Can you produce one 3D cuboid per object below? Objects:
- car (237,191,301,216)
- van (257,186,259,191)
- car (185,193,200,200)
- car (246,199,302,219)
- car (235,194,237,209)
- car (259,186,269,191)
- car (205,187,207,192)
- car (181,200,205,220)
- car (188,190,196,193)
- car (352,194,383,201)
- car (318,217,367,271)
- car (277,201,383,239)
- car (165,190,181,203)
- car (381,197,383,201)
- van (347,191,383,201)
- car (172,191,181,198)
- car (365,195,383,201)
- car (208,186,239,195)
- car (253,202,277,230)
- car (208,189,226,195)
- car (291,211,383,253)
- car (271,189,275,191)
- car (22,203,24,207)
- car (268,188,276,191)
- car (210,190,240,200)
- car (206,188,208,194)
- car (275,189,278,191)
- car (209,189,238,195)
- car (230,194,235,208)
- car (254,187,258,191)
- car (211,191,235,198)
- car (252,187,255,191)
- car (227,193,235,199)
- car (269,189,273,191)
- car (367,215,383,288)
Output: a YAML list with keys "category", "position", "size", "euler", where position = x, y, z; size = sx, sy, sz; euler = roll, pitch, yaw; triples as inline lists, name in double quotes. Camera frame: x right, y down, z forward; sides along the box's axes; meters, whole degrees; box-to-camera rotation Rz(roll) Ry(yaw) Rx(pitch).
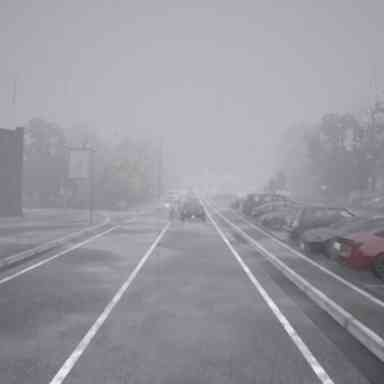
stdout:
- category: "car"
  position: [6.717, 1.168, 26.436]
  size: [5.566, 2.045, 2.435]
  euler: [0, 1, 0]
- category: "van"
  position: [20.080, -0.136, 86.792]
  size: [4.442, 1.987, 1.878]
  euler: [0, 2, 0]
- category: "car"
  position: [0.058, 1.356, 46.210]
  size: [2.128, 1.511, 4.902]
  euler: [0, 1, 0]
- category: "car"
  position: [6.659, 1.476, 23.653]
  size: [4.892, 1.521, 2.231]
  euler: [0, 1, 0]
- category: "car"
  position: [6.765, 1.156, 32.009]
  size: [4.553, 1.767, 2.185]
  euler: [0, 2, 0]
- category: "car"
  position: [19.950, 0.044, 81.132]
  size: [5.566, 2.045, 2.435]
  euler: [0, 2, 0]
- category: "car"
  position: [6.699, 0.090, 86.941]
  size: [5.366, 1.575, 1.946]
  euler: [0, 2, 0]
- category: "car"
  position: [0.077, 1.601, 27.794]
  size: [1.895, 1.301, 4.718]
  euler: [0, 0, 0]
- category: "car"
  position: [-0.055, 0.259, 81.806]
  size: [1.837, 1.490, 4.892]
  euler: [0, 2, 0]
- category: "car"
  position: [19.841, 1.229, 34.884]
  size: [4.674, 1.452, 2.002]
  euler: [0, 2, 0]
- category: "car"
  position: [6.579, 1.625, 9.717]
  size: [4.792, 1.488, 2.163]
  euler: [0, 0, 0]
- category: "car"
  position: [6.564, 1.449, 15.292]
  size: [4.553, 1.767, 2.185]
  euler: [0, 0, 0]
- category: "car"
  position: [-3.363, 0.770, 57.037]
  size: [2.150, 2.045, 5.566]
  euler: [0, 2, 0]
- category: "car"
  position: [19.820, 1.377, 29.188]
  size: [4.792, 1.488, 2.163]
  euler: [0, 2, 1]
- category: "van"
  position: [19.734, 0.887, 37.549]
  size: [4.442, 1.987, 1.878]
  euler: [-1, 2, 0]
- category: "car"
  position: [-3.312, 0.564, 72.946]
  size: [1.812, 1.442, 4.674]
  euler: [0, 2, 0]
- category: "car"
  position: [19.818, 1.310, 32.100]
  size: [4.674, 1.452, 2.002]
  euler: [0, 2, 0]
- category: "car"
  position: [6.809, 0.354, 72.938]
  size: [5.566, 2.045, 2.435]
  euler: [0, 2, 0]
- category: "car"
  position: [6.613, 1.549, 20.875]
  size: [4.792, 1.488, 2.163]
  euler: [0, 1, 0]
- category: "car"
  position: [6.919, -0.087, 92.357]
  size: [4.892, 1.521, 2.231]
  euler: [0, 2, 0]
- category: "car"
  position: [6.543, 1.619, 12.505]
  size: [4.792, 1.488, 2.163]
  euler: [0, 0, 0]
- category: "car"
  position: [19.810, 0.732, 70.071]
  size: [4.792, 1.488, 2.163]
  euler: [0, 2, 0]
- category: "car"
  position: [-26.227, 1.755, 47.292]
  size: [4.718, 1.301, 1.895]
  euler: [0, -2, 24]
- category: "car"
  position: [19.695, 0.496, 75.607]
  size: [5.366, 1.575, 1.946]
  euler: [0, 2, 0]
- category: "car"
  position: [6.710, 0.838, 67.401]
  size: [4.792, 1.488, 2.163]
  euler: [0, 2, 0]
- category: "car"
  position: [6.657, 0.296, 81.272]
  size: [5.366, 1.575, 1.946]
  euler: [0, 2, 0]
- category: "car"
  position: [19.851, 0.674, 67.421]
  size: [4.553, 1.767, 2.185]
  euler: [0, 2, 0]
- category: "car"
  position: [6.765, 0.707, 70.174]
  size: [5.008, 1.535, 2.097]
  euler: [0, 2, 0]
- category: "car"
  position: [6.787, 1.230, 34.798]
  size: [4.792, 1.488, 2.163]
  euler: [0, 2, 0]
- category: "car"
  position: [20.013, 0.023, 89.571]
  size: [4.792, 1.488, 2.163]
  euler: [0, 2, 0]
- category: "car"
  position: [6.987, 0.500, 75.721]
  size: [5.366, 1.575, 1.946]
  euler: [0, 2, 0]
- category: "car"
  position: [20.033, -0.062, 92.209]
  size: [4.792, 1.488, 2.163]
  euler: [0, 2, 0]
- category: "car"
  position: [6.751, 1.148, 37.581]
  size: [4.792, 1.488, 2.163]
  euler: [0, 2, 0]
- category: "car"
  position: [19.857, 0.640, 72.839]
  size: [4.674, 1.452, 2.002]
  euler: [0, 2, 0]
- category: "car"
  position: [6.558, 1.468, 6.930]
  size: [4.553, 1.767, 2.185]
  euler: [0, 0, 0]
